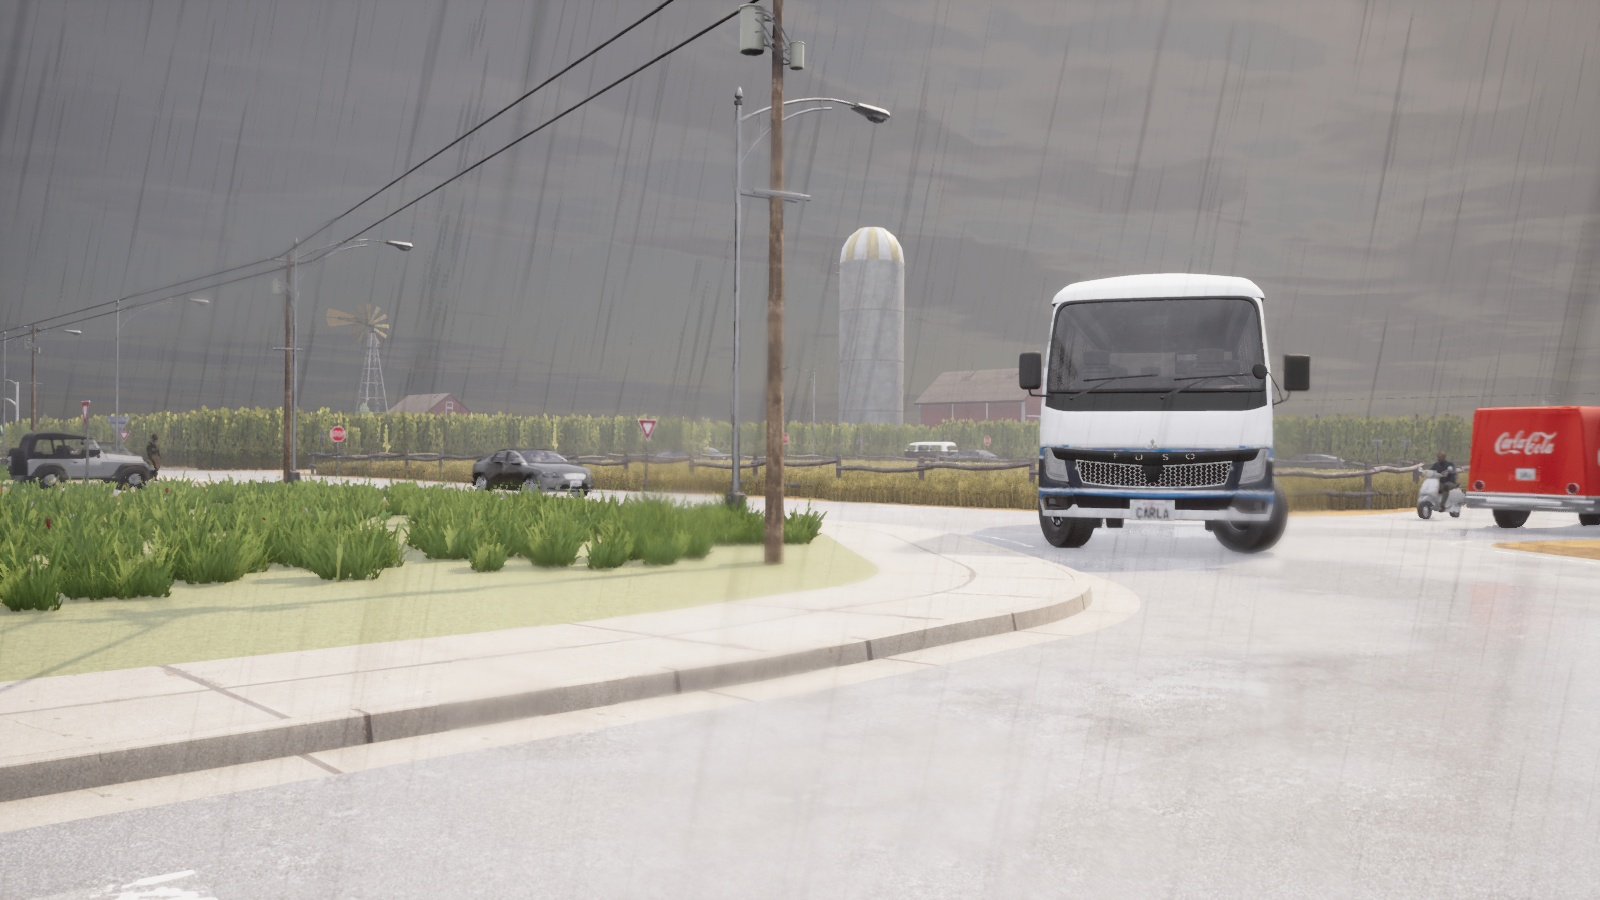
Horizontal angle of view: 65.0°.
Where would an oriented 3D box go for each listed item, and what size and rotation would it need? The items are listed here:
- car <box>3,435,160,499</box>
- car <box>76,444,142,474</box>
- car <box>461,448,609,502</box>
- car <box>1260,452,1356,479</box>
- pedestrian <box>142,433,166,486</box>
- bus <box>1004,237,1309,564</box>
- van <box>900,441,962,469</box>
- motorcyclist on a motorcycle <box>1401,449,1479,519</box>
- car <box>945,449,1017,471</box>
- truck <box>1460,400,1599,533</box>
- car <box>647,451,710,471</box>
[{"bbox_3d":[-22.244,0.488,38.940,3.866,1.878,1.905,0,0,-44],"label":"car"},{"bbox_3d":[-39.473,0.494,71.647,2.242,1.667,4.611,0,0,-43],"label":"car"},{"bbox_3d":[-8.070,0.694,37.908,2.128,1.511,4.902,0,0,-43],"label":"car"},{"bbox_3d":[29.930,0.876,74.117,1.837,1.490,4.892,0,0,-43],"label":"car"},{"bbox_3d":[-23.843,0.344,46.330,0.692,1.930,0.395,0,0,14],"label":"pedestrian"},{"bbox_3d":[6.262,-0.621,21.791,3.944,4.253,10.273,0,0,17],"label":"bus"},{"bbox_3d":[9.968,0.343,95.878,2.069,2.038,4.480,0,0,-43],"label":"van"},{"bbox_3d":[15.041,0.765,29.492,1.817,1.590,0.866,0,0,-34],"label":"motorcyclist on a motorcycle"},{"bbox_3d":[12.701,0.698,88.332,1.837,1.490,4.892,0,0,-42],"label":"car"},{"bbox_3d":[16.347,0.323,25.693,5.204,2.467,2.627,1,0,-30],"label":"truck"},{"bbox_3d":[-8.841,0.767,91.320,4.181,1.385,1.994,0,0,-43],"label":"car"}]
